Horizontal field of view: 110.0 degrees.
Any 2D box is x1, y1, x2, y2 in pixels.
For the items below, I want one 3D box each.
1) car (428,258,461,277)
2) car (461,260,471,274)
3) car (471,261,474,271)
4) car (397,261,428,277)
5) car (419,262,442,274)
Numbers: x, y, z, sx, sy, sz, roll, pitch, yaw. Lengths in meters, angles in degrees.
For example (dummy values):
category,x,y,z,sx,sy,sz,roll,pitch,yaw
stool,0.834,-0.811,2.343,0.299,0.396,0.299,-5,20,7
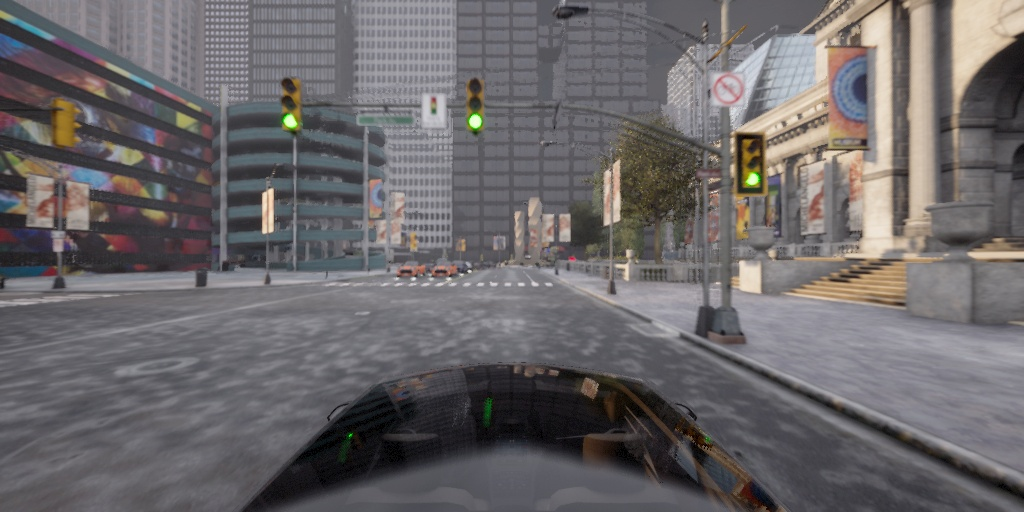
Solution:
category,x,y,z,sx,sy,sz,roll,pitch,yaw
car,-7.087,1.289,38.044,2.097,1.767,4.553,0,0,0
car,-7.065,1.335,46.968,2.097,1.767,4.553,0,0,0
car,-7.326,1.559,56.730,1.812,1.442,4.674,0,0,-7
car,-10.586,1.289,38.070,2.097,1.767,4.553,0,0,0
car,-10.565,1.545,46.673,1.994,1.385,4.181,0,0,0
